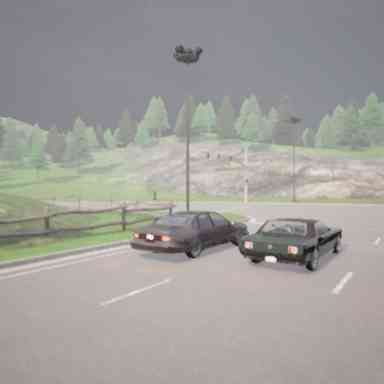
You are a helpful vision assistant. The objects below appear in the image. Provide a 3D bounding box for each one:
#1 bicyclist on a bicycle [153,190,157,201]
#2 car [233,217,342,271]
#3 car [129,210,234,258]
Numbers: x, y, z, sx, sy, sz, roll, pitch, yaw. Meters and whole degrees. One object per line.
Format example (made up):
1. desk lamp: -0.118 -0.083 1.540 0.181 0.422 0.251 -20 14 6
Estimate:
1. bicyclist on a bicycle: -5.814 0.561 52.083 0.582 1.620 1.656 0 1 14
2. car: 3.338 1.448 10.497 1.895 1.301 4.718 1 1 35
3. car: 0.170 1.373 12.075 2.033 1.411 5.357 1 1 35
